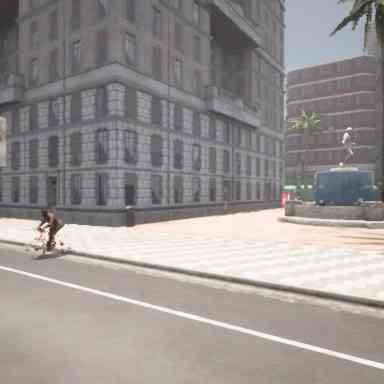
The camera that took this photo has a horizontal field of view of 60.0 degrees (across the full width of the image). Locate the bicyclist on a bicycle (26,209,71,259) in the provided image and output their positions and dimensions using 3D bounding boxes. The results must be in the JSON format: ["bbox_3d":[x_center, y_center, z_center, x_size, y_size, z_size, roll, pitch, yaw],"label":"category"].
[{"bbox_3d":[-4.870,1.395,11.358,0.582,1.620,1.656,0,1,35],"label":"bicyclist on a bicycle"}]
